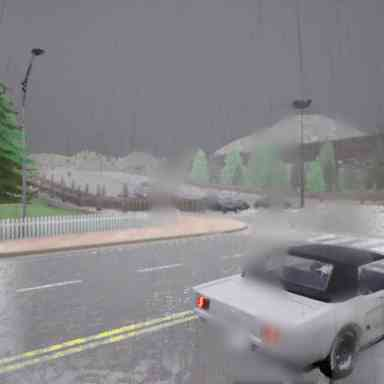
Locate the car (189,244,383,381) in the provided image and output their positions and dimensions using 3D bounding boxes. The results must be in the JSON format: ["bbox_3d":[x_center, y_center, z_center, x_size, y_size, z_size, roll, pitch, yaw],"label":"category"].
[{"bbox_3d":[2.386,1.541,5.388,4.718,1.301,1.895,-1,0,-35],"label":"car"}]

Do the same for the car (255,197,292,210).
[{"bbox_3d":[8.710,1.224,36.055,1.994,1.385,4.181,-1,1,-36],"label":"car"}]

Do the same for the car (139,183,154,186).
[{"bbox_3d":[-8.710,-0.164,59.847,1.837,1.490,4.892,-1,6,-36],"label":"car"}]

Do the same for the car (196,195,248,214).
[{"bbox_3d":[2.613,1.295,32.523,2.033,1.411,5.357,-1,1,-36],"label":"car"}]

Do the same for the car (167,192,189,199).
[{"bbox_3d":[-1.606,1.126,44.143,1.994,1.385,4.181,-1,3,-36],"label":"car"}]

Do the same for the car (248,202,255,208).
[{"bbox_3d":[4.293,1.266,36.145,1.994,1.385,4.181,-1,1,-36],"label":"car"}]

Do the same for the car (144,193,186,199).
[{"bbox_3d":[-3.353,1.206,40.611,2.033,1.411,5.357,-1,2,-36],"label":"car"}]

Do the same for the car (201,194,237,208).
[{"bbox_3d":[3.385,1.094,43.267,1.882,1.535,5.008,-1,2,-36],"label":"car"}]

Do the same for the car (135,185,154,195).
[{"bbox_3d":[-7.533,0.353,52.225,2.097,1.767,4.553,-1,5,-36],"label":"car"}]

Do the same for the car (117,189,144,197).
[{"bbox_3d":[-9.438,0.664,48.900,1.837,1.490,4.892,-1,5,-36],"label":"car"}]

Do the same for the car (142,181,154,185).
[{"bbox_3d":[-9.903,-1.644,73.384,2.128,1.511,4.902,-1,8,-36],"label":"car"}]
